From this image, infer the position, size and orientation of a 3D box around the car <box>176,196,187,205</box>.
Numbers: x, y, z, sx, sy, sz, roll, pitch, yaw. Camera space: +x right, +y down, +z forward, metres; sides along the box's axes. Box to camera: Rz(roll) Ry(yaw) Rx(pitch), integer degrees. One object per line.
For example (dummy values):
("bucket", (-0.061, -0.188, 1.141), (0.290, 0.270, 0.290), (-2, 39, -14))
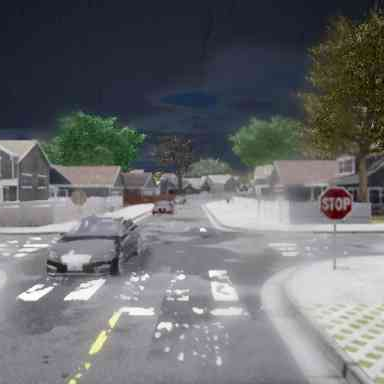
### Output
("car", (-2.041, 1.418, 56.747), (2.128, 1.511, 4.902), (0, 0, 7))

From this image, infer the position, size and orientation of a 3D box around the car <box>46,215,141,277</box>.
("car", (-2.754, 1.503, 10.269), (2.128, 1.511, 4.902), (0, 0, 0))

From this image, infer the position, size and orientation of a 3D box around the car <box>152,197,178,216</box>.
("car", (-2.752, 1.529, 32.475), (1.994, 1.385, 4.181), (0, 0, 0))
